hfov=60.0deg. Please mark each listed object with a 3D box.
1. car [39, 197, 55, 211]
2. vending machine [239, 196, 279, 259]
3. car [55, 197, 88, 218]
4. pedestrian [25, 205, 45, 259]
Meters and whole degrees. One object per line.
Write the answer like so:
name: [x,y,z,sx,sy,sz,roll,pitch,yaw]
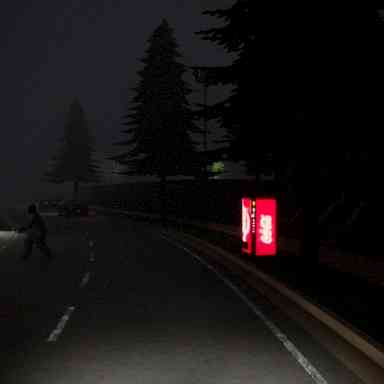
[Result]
car: [-17.284,1.352,40.665,2.097,1.767,4.553,0,0,-32]
vending machine: [2.341,1.195,11.640,1.100,2.100,0.880,0,0,-14]
car: [-10.989,1.477,30.635,1.882,1.535,5.008,0,0,-32]
pedestrian: [-5.003,1.294,10.597,0.375,1.860,0.375,0,0,-15]
